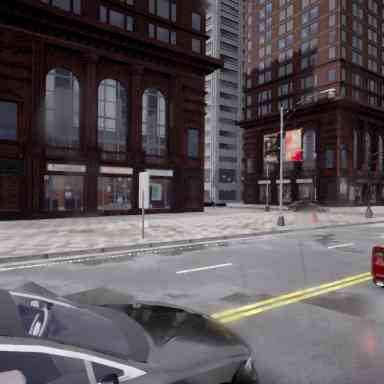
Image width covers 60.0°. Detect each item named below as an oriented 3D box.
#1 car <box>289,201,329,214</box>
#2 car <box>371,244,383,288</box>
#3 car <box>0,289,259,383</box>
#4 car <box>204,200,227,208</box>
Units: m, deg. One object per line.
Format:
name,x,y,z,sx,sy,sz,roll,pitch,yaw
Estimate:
car,13.069,1.705,37.437,1.812,1.442,4.674,1,-1,-35
car,6.209,1.489,7.867,5.008,1.535,1.882,0,0,-35
car,-1.617,1.491,2.292,4.902,1.511,2.128,0,0,-35
car,3.271,1.857,51.228,1.895,1.301,4.718,1,-1,-35
